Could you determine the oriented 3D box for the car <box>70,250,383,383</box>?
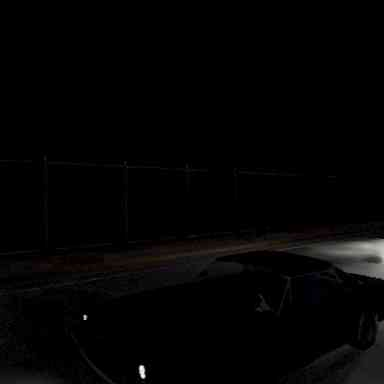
[{"bbox_3d":[0.881,1.601,4.655,4.718,1.301,1.895,0,0,-36],"label":"car"}]
